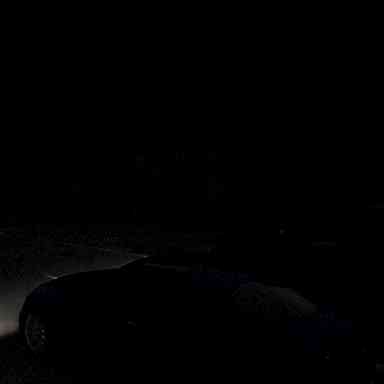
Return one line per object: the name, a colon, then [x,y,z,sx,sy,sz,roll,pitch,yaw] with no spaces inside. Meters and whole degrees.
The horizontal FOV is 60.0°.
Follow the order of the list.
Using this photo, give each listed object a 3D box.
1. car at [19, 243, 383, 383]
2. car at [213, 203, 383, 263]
car: [-0.320,1.522,4.262,4.674,1.442,1.812,0,0,36]
car: [2.880,1.223,6.261,5.566,2.045,2.150,0,0,36]
